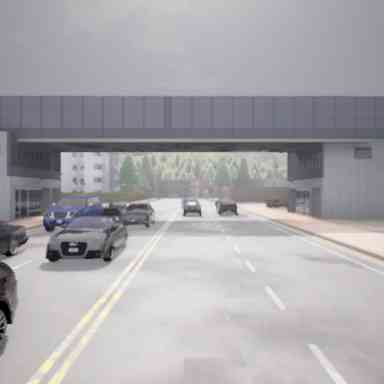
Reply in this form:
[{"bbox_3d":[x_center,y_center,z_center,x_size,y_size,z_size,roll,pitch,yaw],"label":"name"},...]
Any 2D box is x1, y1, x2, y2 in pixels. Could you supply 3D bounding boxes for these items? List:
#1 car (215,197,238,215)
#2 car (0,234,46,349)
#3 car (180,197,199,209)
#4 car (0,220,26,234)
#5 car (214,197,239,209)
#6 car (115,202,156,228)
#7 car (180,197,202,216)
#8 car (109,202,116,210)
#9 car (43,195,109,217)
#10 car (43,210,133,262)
[{"bbox_3d":[3.546,1.494,34.035,1.837,1.490,4.892,0,1,0],"label":"car"},{"bbox_3d":[-3.579,1.490,3.086,2.128,1.511,4.902,0,0,1],"label":"car"},{"bbox_3d":[-0.425,1.459,46.849,1.882,1.535,5.008,0,0,-10],"label":"car"},{"bbox_3d":[-7.087,1.542,10.268,2.033,1.411,5.357,0,0,0],"label":"car"},{"bbox_3d":[4.779,1.473,45.839,2.128,1.511,4.902,0,0,23],"label":"car"},{"bbox_3d":[-3.563,1.495,22.406,1.837,1.490,4.892,0,0,0],"label":"car"},{"bbox_3d":[0.039,1.535,32.993,2.033,1.411,5.357,0,0,0],"label":"car"},{"bbox_3d":[-7.022,1.587,30.730,1.895,1.301,4.718,0,0,1],"label":"car"},{"bbox_3d":[-7.062,1.212,20.483,2.150,2.045,5.566,0,0,0],"label":"car"},{"bbox_3d":[-3.582,1.559,12.026,1.994,1.385,4.181,0,0,0],"label":"car"}]
